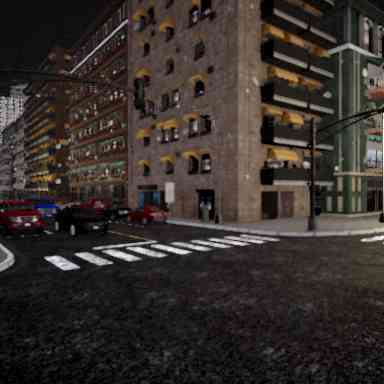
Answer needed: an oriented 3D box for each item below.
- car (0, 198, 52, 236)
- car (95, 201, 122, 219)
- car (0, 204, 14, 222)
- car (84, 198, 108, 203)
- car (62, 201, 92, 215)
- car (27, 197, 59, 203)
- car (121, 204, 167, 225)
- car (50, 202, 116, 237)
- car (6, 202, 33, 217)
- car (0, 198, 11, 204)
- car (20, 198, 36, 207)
[{"bbox_3d":[-10.391,1.468,20.000,2.192,1.841,5.009,-1,0,-37],"label":"car"},{"bbox_3d":[-6.731,1.735,29.594,1.947,1.339,4.313,-1,0,-37],"label":"car"},{"bbox_3d":[-17.014,1.795,28.948,2.008,1.369,4.403,-1,0,-37],"label":"car"},{"bbox_3d":[-10.051,1.530,34.068,2.192,1.841,5.009,-1,0,-37],"label":"car"},{"bbox_3d":[-13.360,1.811,38.543,2.008,1.369,4.403,-1,0,-37],"label":"car"},{"bbox_3d":[-12.446,1.424,27.380,2.150,2.045,5.566,0,0,-36],"label":"car"},{"bbox_3d":[-3.417,1.706,25.120,1.802,1.307,4.206,-1,0,-37],"label":"car"},{"bbox_3d":[-6.484,1.598,19.329,1.882,1.535,5.008,0,0,-37],"label":"car"},{"bbox_3d":[-18.492,1.811,35.555,1.812,1.442,4.674,0,0,-36],"label":"car"},{"bbox_3d":[-46.706,2.252,83.345,1.752,1.417,4.829,-1,0,-37],"label":"car"},{"bbox_3d":[-30.022,1.931,60.848,1.967,1.590,4.097,-1,0,-37],"label":"car"}]
